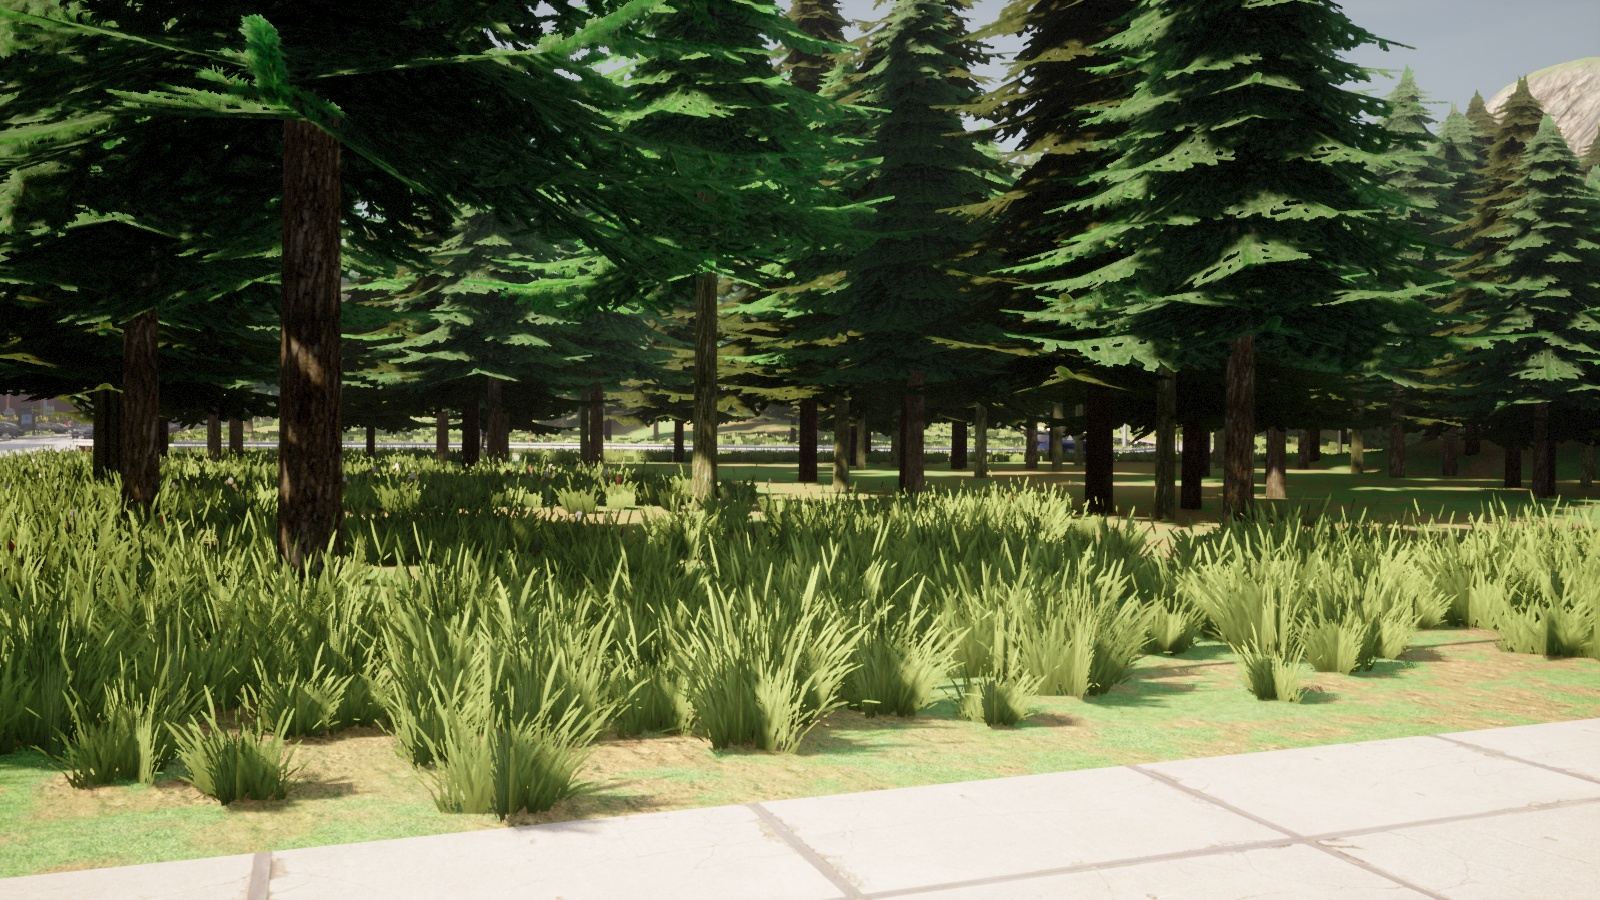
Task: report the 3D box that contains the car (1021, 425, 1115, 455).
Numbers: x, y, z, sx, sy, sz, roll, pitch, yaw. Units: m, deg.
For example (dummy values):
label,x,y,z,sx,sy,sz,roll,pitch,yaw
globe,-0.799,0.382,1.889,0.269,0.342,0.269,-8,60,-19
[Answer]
label,x,y,z,sx,sy,sz,roll,pitch,yaw
car,15.093,-0.577,70.702,4.856,1.649,2.033,-1,1,-22
